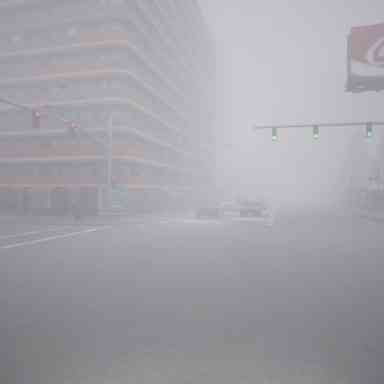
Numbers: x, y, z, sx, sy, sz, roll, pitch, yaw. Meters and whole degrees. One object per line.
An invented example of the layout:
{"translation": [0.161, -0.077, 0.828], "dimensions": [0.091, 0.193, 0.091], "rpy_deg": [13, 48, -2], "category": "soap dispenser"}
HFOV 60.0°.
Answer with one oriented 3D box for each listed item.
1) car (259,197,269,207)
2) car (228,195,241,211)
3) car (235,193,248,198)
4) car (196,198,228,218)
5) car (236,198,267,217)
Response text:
{"translation": [8.370, 1.526, 41.771], "dimensions": [1.812, 1.442, 4.674], "rpy_deg": [0, 0, 15], "category": "car"}
{"translation": [4.323, 1.478, 40.150], "dimensions": [1.882, 1.535, 5.008], "rpy_deg": [0, 0, 15], "category": "car"}
{"translation": [7.764, 1.222, 53.227], "dimensions": [2.150, 2.045, 5.566], "rpy_deg": [0, 0, 15], "category": "car"}
{"translation": [1.694, 1.478, 30.151], "dimensions": [1.882, 1.535, 5.008], "rpy_deg": [0, 0, 15], "category": "car"}
{"translation": [5.754, 1.547, 31.823], "dimensions": [2.033, 1.411, 5.357], "rpy_deg": [0, 0, 15], "category": "car"}
